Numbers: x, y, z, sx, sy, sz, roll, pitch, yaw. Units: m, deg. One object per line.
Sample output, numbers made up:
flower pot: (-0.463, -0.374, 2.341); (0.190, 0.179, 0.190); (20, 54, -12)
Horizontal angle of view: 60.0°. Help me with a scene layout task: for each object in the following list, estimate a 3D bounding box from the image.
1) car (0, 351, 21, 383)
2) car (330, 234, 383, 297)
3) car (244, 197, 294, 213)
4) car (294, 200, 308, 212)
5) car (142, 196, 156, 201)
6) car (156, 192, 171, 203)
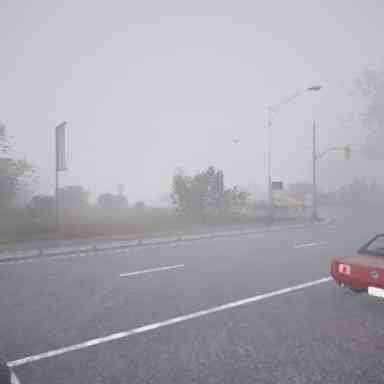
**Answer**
car: (-3.291, 1.600, 1.392); (4.718, 1.301, 1.895); (0, 0, -36)
car: (5.268, 1.571, 7.508); (4.718, 1.301, 1.895); (0, 0, -36)
car: (7.702, 1.466, 34.307); (1.895, 1.301, 4.718); (0, 0, -39)
car: (10.330, 1.322, 36.626); (1.882, 1.535, 5.008); (0, 0, -39)
car: (-9.106, 1.412, 72.229); (1.895, 1.301, 4.718); (0, 0, -38)
car: (-3.674, 1.054, 59.970); (2.150, 2.045, 5.566); (0, 0, -39)
